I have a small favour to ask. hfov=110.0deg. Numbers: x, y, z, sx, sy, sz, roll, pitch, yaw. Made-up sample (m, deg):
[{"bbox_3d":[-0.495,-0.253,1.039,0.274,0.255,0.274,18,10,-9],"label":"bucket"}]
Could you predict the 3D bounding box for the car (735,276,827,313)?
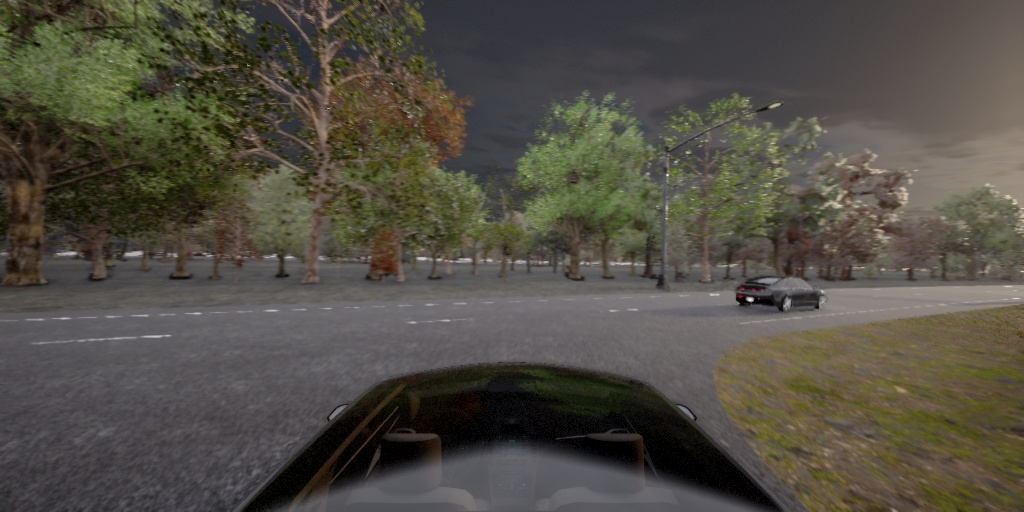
[{"bbox_3d":[12.310,1.661,16.366,4.892,1.490,1.837,2,0,-26],"label":"car"}]
